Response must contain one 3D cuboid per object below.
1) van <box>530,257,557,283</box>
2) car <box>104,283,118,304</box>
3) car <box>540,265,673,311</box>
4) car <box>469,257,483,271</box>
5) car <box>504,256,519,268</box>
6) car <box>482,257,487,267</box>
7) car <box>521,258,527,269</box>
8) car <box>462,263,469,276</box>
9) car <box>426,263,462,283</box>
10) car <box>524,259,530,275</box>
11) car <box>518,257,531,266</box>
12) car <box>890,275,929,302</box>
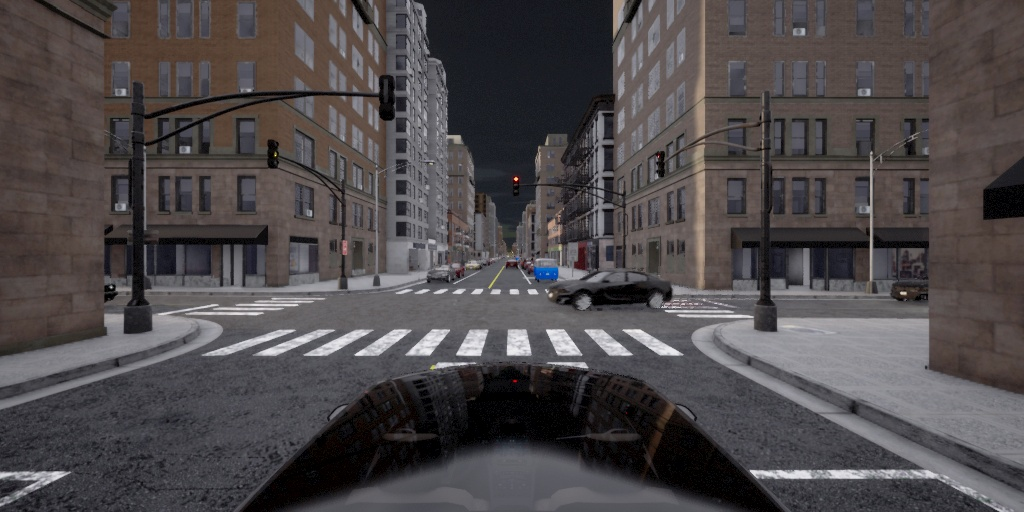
[{"bbox_3d":[2.581,1.088,27.919,1.690,1.789,3.998,0,0,0],"label":"van"},{"bbox_3d":[-17.227,1.253,12.719,4.718,1.301,1.895,0,0,-2],"label":"car"},{"bbox_3d":[3.902,1.257,14.297,5.008,1.535,1.882,1,0,-15],"label":"car"},{"bbox_3d":[-5.492,1.266,50.452,1.751,1.417,4.829,0,0,0],"label":"car"},{"bbox_3d":[-0.021,1.212,58.884,1.882,1.535,5.008,0,0,0],"label":"car"},{"bbox_3d":[-5.504,1.302,56.304,1.948,1.339,4.313,0,0,0],"label":"car"},{"bbox_3d":[2.533,1.322,50.645,1.802,1.307,4.207,0,0,0],"label":"car"},{"bbox_3d":[-5.456,1.291,33.575,1.888,1.381,4.507,0,0,0],"label":"car"},{"bbox_3d":[-5.444,1.297,27.894,2.007,1.370,4.403,0,0,0],"label":"car"},{"bbox_3d":[2.557,1.327,39.282,1.802,1.307,4.207,0,0,0],"label":"car"},{"bbox_3d":[2.521,1.051,56.327,2.192,1.841,5.009,0,0,0],"label":"car"},{"bbox_3d":[19.726,1.355,15.802,5.008,1.535,1.882,0,0,0],"label":"car"}]
